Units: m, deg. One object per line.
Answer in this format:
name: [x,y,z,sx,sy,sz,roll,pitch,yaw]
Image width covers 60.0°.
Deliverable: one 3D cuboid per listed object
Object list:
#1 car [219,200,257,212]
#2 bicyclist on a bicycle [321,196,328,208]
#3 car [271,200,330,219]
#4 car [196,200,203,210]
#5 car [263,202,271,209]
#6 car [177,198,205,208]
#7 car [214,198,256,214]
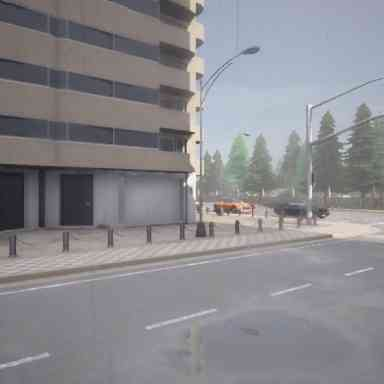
car: [5.609,1.656,41.020,1.895,1.301,4.718,0,0,-36]
bicyclist on a bicycle: [17.369,1.356,43.492,1.656,1.620,0.582,0,0,-36]
car: [9.650,1.656,29.438,1.895,1.301,4.718,0,0,-36]
car: [-0.920,1.533,44.103,1.882,1.535,5.008,0,0,-36]
car: [11.997,1.603,44.441,2.033,1.411,5.357,0,0,-36]
car: [-0.193,1.619,49.083,1.994,1.385,4.181,0,0,-36]
car: [4.434,1.407,36.670,2.097,1.767,4.553,0,0,-36]
